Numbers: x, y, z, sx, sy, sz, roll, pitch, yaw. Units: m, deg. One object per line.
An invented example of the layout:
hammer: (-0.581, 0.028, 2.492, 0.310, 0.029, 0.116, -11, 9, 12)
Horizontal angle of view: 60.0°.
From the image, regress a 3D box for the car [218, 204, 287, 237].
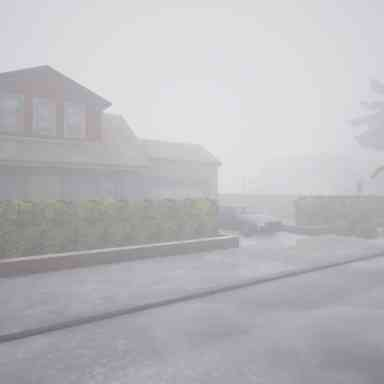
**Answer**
car: (2.261, 1.356, 17.010, 2.033, 1.415, 5.357, 0, 0, -33)
